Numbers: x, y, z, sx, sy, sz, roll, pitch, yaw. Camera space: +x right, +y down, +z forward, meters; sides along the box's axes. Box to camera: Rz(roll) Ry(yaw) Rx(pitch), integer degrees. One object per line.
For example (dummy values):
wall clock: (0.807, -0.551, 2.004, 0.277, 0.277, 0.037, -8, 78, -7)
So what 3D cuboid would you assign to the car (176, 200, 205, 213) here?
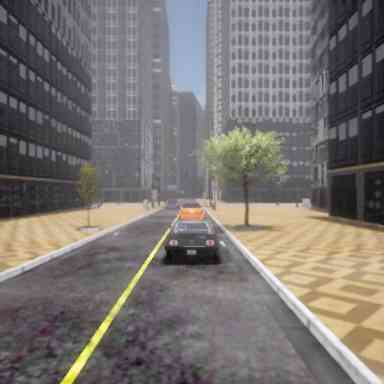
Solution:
car: (0.017, 1.639, 28.418, 2.097, 1.767, 4.553, 0, -1, 0)

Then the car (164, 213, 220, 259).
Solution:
car: (0.014, 1.733, 13.245, 1.895, 1.301, 4.718, 0, -1, 0)

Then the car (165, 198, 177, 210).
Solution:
car: (-3.021, 1.900, 52.633, 2.097, 1.767, 4.553, 0, -1, 0)
